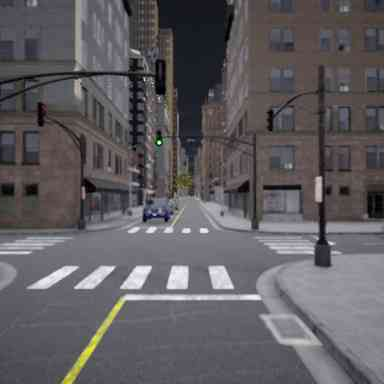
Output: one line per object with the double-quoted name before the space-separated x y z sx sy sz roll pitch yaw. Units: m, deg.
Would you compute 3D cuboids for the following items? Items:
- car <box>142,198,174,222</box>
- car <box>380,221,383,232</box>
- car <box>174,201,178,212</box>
"car" -3.090 1.532 29.898 2.150 2.045 5.566 0 -1 -1
"car" 12.355 1.758 16.973 4.718 1.301 1.895 0 -1 0
"car" -3.077 1.964 40.137 2.033 1.411 5.357 0 -1 0
